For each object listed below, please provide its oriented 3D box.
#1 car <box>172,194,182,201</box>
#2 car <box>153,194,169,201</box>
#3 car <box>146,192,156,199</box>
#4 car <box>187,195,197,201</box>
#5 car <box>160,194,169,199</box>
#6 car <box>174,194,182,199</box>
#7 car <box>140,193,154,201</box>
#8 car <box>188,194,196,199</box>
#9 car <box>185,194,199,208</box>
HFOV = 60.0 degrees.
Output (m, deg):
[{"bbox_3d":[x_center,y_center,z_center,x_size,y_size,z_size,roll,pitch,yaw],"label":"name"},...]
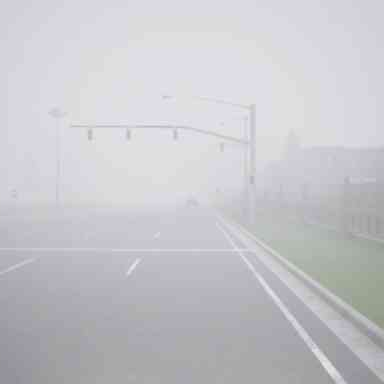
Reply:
[{"bbox_3d":[-3.498,1.330,75.088,2.128,1.511,4.902,0,0,0],"label":"car"},{"bbox_3d":[-6.998,1.283,75.088,1.882,1.535,5.008,0,0,0],"label":"car"},{"bbox_3d":[-10.497,0.975,85.477,2.097,1.767,4.553,0,0,0],"label":"car"},{"bbox_3d":[0.002,1.345,75.088,2.033,1.411,5.357,0,0,0],"label":"car"},{"bbox_3d":[-6.997,1.172,85.508,1.994,1.385,4.181,0,0,0],"label":"car"},{"bbox_3d":[-3.497,1.215,85.538,1.895,1.301,4.718,0,0,0],"label":"car"},{"bbox_3d":[-10.498,1.356,75.472,1.994,1.385,4.181,0,0,0],"label":"car"},{"bbox_3d":[0.003,1.144,85.508,1.812,1.442,4.674,0,0,0],"label":"car"},{"bbox_3d":[0.002,1.393,44.475,1.837,1.490,4.892,0,0,0],"label":"car"}]
